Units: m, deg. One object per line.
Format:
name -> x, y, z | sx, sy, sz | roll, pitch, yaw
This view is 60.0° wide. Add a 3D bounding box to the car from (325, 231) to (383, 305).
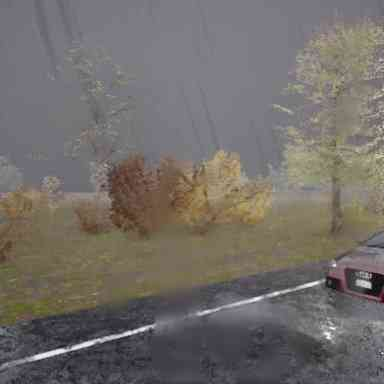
car -> 4.883, 1.564, 7.475 | 4.181, 1.385, 1.994 | 0, 0, -35
